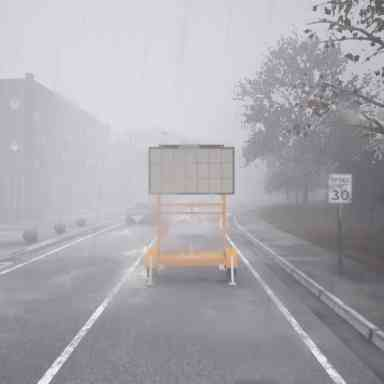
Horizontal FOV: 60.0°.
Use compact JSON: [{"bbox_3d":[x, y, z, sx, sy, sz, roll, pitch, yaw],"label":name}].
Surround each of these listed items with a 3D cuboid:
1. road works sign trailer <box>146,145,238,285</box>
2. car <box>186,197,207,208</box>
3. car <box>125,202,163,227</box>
[{"bbox_3d":[-0.013,0.467,9.471,2.380,3.560,2.880,0,0,0],"label":"road works sign trailer"},{"bbox_3d":[0.710,1.489,47.203,1.812,1.442,4.674,-1,0,22],"label":"car"},{"bbox_3d":[-3.241,1.500,23.165,2.128,1.511,4.902,0,0,4],"label":"car"}]
